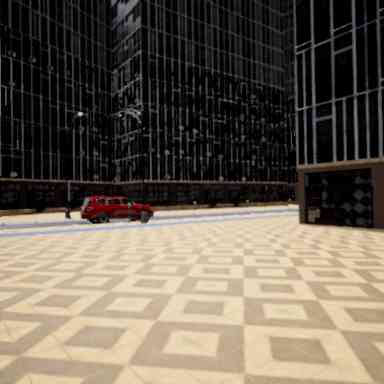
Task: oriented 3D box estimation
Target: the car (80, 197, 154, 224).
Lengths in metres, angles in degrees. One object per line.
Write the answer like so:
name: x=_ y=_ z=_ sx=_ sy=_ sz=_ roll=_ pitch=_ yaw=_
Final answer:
car: x=-5.143 y=1.226 z=22.954 sx=5.009 sy=1.841 sz=2.192 roll=0 pitch=-1 yaw=-36
